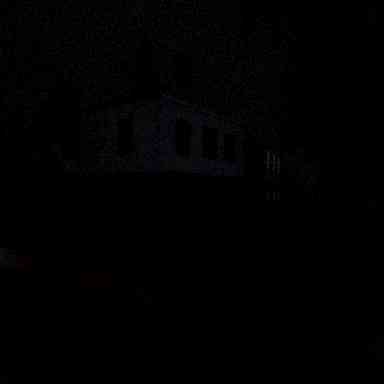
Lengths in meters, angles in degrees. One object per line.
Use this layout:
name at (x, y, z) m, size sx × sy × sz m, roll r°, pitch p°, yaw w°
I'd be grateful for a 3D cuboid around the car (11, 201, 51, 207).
car at (-14.694, 1.539, 29.164) m, size 2.033 × 1.411 × 5.357 m, roll 0°, pitch 0°, yaw 29°
